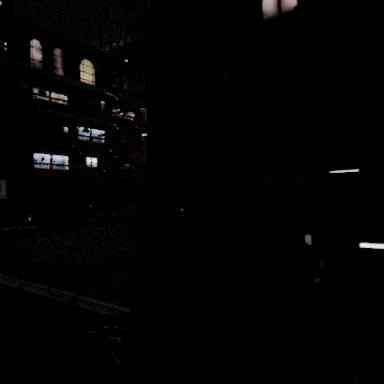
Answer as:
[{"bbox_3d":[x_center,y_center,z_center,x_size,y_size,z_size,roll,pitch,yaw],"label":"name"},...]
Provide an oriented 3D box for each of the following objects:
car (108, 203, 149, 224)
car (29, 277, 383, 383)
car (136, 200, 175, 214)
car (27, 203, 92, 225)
[{"bbox_3d":[-3.792,1.471,23.958,1.752,1.417,4.829,-1,0,36],"label":"car"},{"bbox_3d":[0.485,1.452,2.603,4.097,1.590,1.967,-1,-1,36],"label":"car"},{"bbox_3d":[-4.061,1.634,37.726,1.887,1.381,4.507,-1,0,36],"label":"car"},{"bbox_3d":[-9.964,1.624,25.352,2.128,1.511,4.902,-2,0,36],"label":"car"}]
